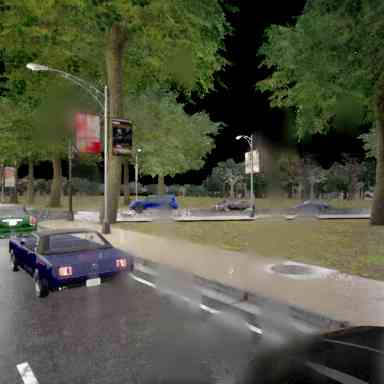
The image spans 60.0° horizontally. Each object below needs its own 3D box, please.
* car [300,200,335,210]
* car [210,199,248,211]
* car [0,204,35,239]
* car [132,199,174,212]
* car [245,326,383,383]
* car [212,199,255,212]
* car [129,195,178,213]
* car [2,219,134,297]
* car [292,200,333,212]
[{"bbox_3d":[17.812,1.833,47.241,4.181,1.385,1.994,0,0,-14],"label":"car"},{"bbox_3d":[4.906,1.713,43.943,4.674,1.442,1.812,0,0,-14],"label":"car"},{"bbox_3d":[-8.915,1.352,15.824,2.097,1.767,4.553,0,0,-38],"label":"car"},{"bbox_3d":[-4.879,1.622,41.432,4.902,1.511,2.128,0,0,-14],"label":"car"},{"bbox_3d":[2.357,1.478,1.241,1.882,1.535,5.008,0,0,-38],"label":"car"},{"bbox_3d":[5.324,1.677,40.697,4.902,1.511,2.128,0,0,-14],"label":"car"},{"bbox_3d":[-4.364,1.352,38.212,5.566,2.045,2.150,0,0,-14],"label":"car"},{"bbox_3d":[-3.420,1.601,8.710,1.895,1.301,4.718,0,0,-38],"label":"car"},{"bbox_3d":[15.367,1.775,43.269,4.674,1.442,1.812,0,0,-14],"label":"car"}]
